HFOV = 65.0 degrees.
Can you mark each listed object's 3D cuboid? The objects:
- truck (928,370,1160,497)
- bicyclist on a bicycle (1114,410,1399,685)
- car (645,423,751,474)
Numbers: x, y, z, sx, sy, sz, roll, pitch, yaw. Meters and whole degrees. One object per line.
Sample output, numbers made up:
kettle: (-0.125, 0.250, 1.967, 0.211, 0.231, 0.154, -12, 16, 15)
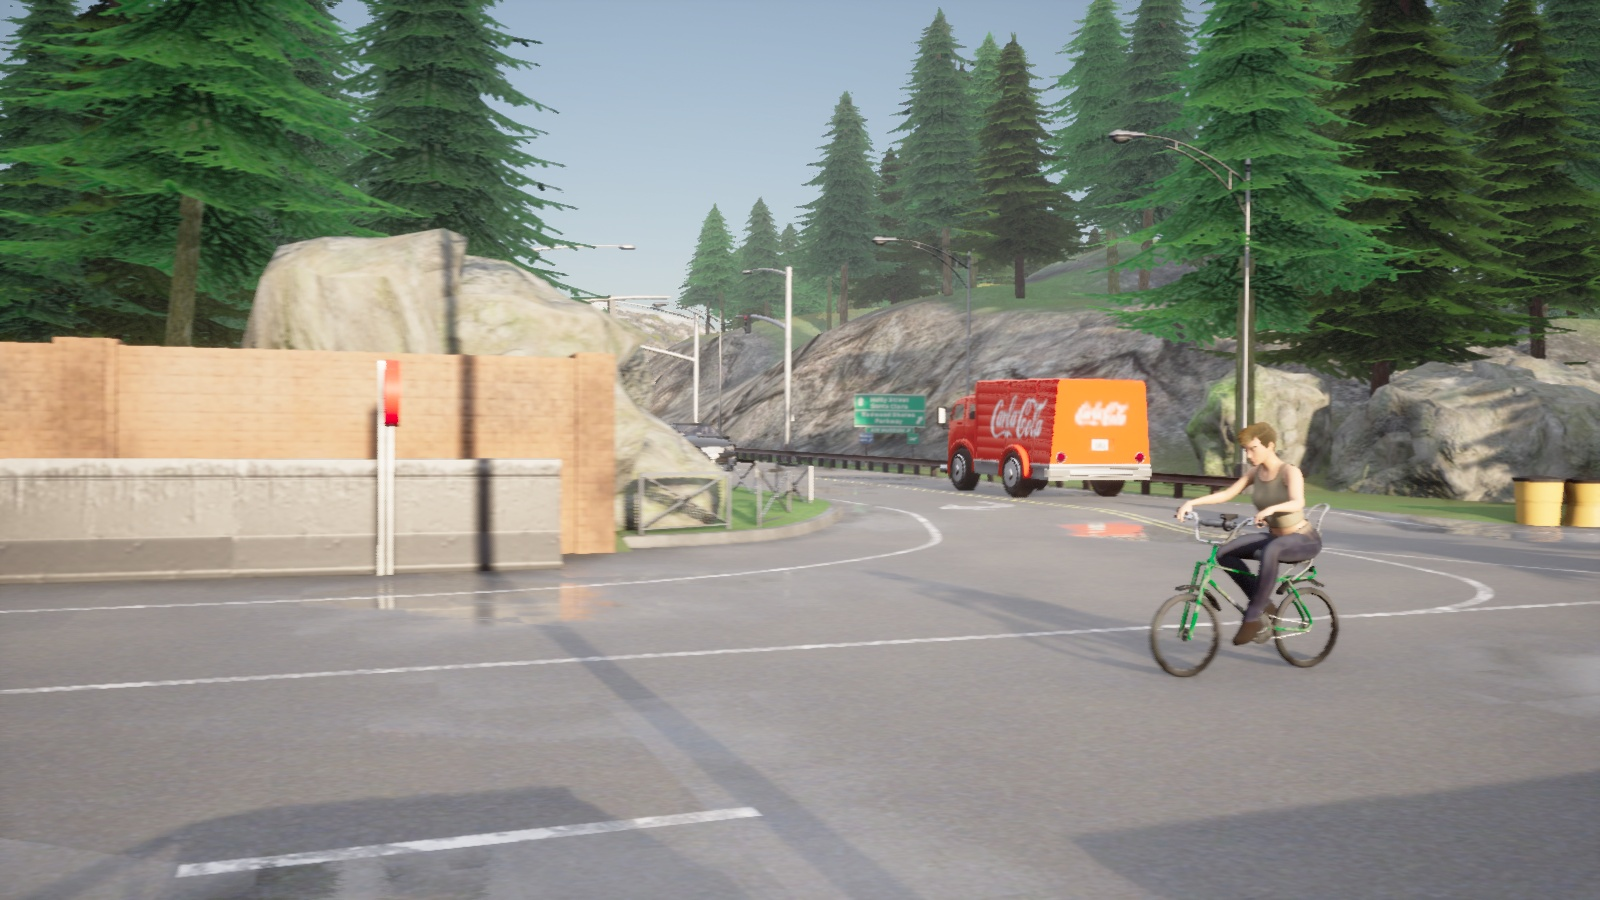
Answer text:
truck: (5.117, -0.396, 27.272, 2.627, 2.467, 5.204, -1, 2, -20)
bicyclist on a bicycle: (2.926, 0.563, 8.090, 1.509, 1.612, 0.866, -1, 1, -21)
car: (-3.350, -0.074, 40.135, 2.128, 1.511, 4.902, -1, 1, -20)
